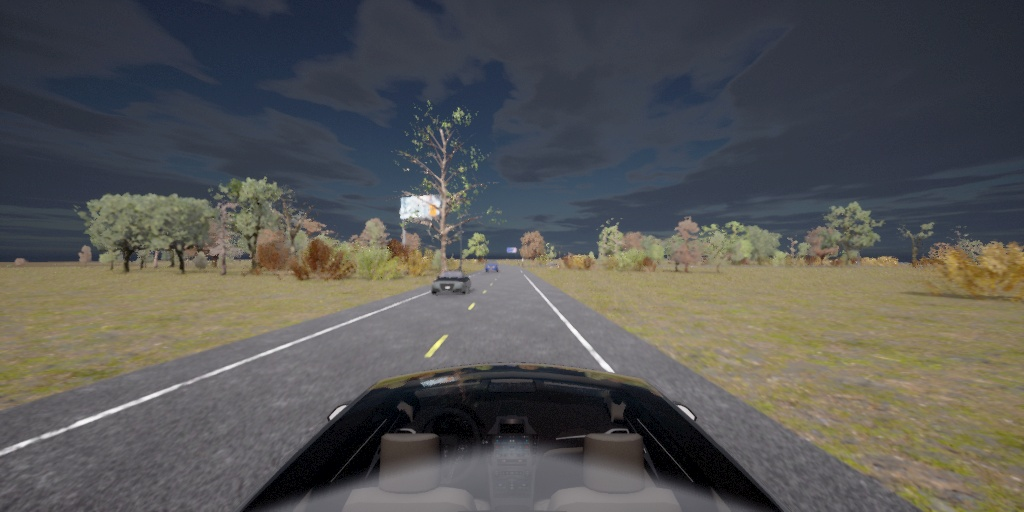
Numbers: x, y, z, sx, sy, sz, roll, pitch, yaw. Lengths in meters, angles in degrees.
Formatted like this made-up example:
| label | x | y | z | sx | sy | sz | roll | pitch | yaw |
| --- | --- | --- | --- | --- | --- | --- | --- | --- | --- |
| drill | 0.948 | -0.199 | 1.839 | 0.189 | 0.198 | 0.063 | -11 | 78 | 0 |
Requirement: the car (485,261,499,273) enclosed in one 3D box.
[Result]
| label | x | y | z | sx | sy | sz | roll | pitch | yaw |
| --- | --- | --- | --- | --- | --- | --- | --- | --- | --- |
| car | -3.513 | 1.825 | 62.845 | 2.150 | 2.045 | 5.566 | 0 | -1 | 1 |

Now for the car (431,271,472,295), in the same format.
| label | x | y | z | sx | sy | sz | roll | pitch | yaw |
| --- | --- | --- | --- | --- | --- | --- | --- | --- | --- |
| car | -3.595 | 1.592 | 21.882 | 1.994 | 1.385 | 4.181 | 0 | -1 | 0 |
